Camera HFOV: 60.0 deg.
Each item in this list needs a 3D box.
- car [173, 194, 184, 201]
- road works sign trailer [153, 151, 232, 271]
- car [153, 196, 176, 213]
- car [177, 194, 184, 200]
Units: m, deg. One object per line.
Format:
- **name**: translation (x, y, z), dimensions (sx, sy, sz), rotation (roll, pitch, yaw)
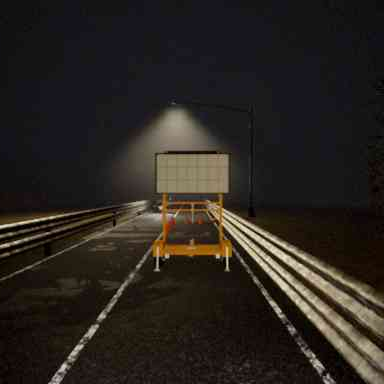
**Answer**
- **car**: translation (-3.177, 1.083, 78.759), dimensions (2.150, 2.045, 5.566), rotation (0, 0, 0)
- **road works sign trailer**: translation (0.020, 0.468, 10.869), dimensions (2.380, 3.560, 2.880), rotation (0, 0, 0)
- **car**: translation (-3.314, 1.503, 37.625), dimensions (2.128, 1.511, 4.902), rotation (0, 0, 0)
- **car**: translation (-3.165, 1.321, 90.885), dimensions (1.882, 1.535, 5.008), rotation (0, 0, 0)
